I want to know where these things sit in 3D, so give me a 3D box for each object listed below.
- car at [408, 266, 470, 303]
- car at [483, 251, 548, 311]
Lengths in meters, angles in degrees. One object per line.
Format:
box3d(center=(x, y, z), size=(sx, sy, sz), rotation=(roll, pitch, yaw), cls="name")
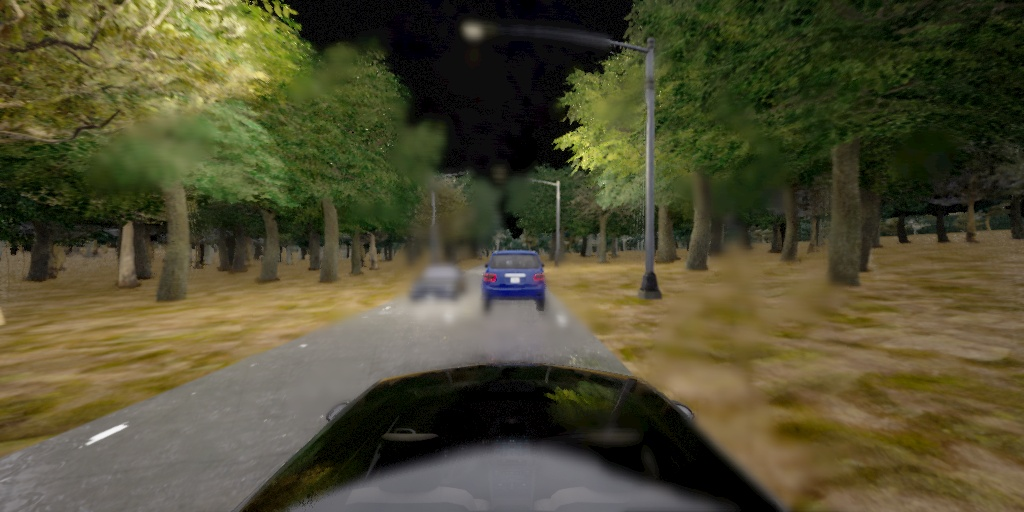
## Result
box3d(center=(-3.002, 1.151, 15.923), size=(2.033, 1.411, 5.357), rotation=(0, 1, 0), cls="car")
box3d(center=(0.099, 0.842, 13.778), size=(2.150, 2.045, 5.566), rotation=(0, 0, 0), cls="car")
